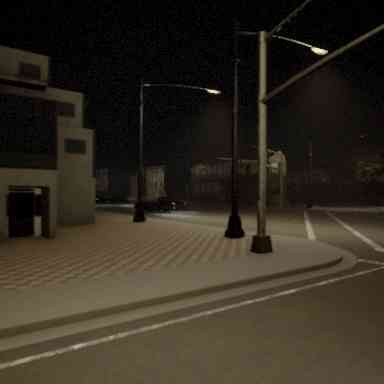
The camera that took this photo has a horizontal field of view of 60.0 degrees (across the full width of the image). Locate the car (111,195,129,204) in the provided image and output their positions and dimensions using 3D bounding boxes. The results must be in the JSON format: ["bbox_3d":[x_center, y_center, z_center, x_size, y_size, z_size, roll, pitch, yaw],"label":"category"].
[{"bbox_3d":[-11.948,1.229,53.515,1.895,1.301,4.718,1,1,-36],"label":"car"}]

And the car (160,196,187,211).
[{"bbox_3d":[-2.599,1.357,40.593,2.097,1.767,4.553,1,1,-36],"label":"car"}]

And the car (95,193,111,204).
[{"bbox_3d":[-14.743,0.957,51.410,2.097,1.767,4.553,1,1,-36],"label":"car"}]

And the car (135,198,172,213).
[{"bbox_3d":[-4.534,1.607,37.289,1.895,1.301,4.718,0,1,-36],"label":"car"}]
